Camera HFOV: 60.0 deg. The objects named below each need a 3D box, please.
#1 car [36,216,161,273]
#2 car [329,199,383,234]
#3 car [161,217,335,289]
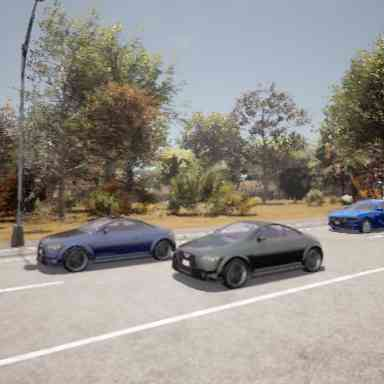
[{"bbox_3d":[-2.558,1.480,10.430,4.181,1.385,1.994,0,1,-32],"label":"car"},{"bbox_3d":[9.287,1.152,17.237,5.008,1.535,1.882,-2,1,-26],"label":"car"},{"bbox_3d":[1.567,1.480,8.943,4.181,1.385,1.994,-1,1,-31],"label":"car"}]
